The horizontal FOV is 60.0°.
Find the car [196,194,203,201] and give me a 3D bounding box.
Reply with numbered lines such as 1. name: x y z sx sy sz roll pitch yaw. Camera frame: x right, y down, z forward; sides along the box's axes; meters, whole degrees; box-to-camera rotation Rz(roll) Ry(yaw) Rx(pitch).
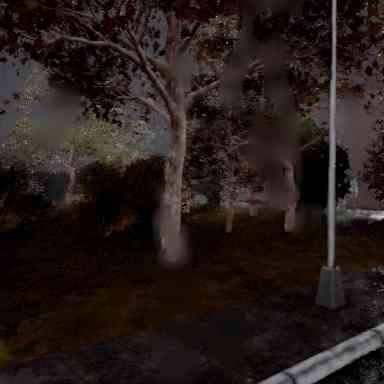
1. car: -1.092 0.431 38.010 4.902 1.511 2.128 1 0 25
